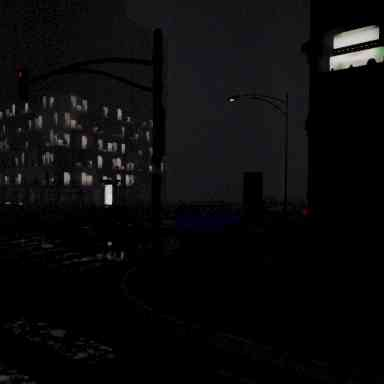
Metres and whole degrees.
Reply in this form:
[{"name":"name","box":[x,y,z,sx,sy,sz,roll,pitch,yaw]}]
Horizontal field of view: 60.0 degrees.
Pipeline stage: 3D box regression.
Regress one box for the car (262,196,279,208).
[{"name":"car","box":[10.094,1.293,44.377,1.967,1.590,4.097,1,1,35]}]

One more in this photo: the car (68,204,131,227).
[{"name":"car","box":[-5.939,1.467,21.836,1.947,1.339,4.313,1,1,35]}]

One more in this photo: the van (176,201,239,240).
[{"name":"van","box":[0.893,1.368,16.976,1.690,1.788,3.998,1,1,35]}]

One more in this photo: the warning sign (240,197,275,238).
[{"name":"warning sign","box":[3.174,1.177,16.082,1.300,1.860,1.060,1,1,35]}]

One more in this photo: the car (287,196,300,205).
[{"name":"car","box":[16.408,1.363,53.257,1.752,1.417,4.829,1,1,35]}]

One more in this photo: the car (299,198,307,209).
[{"name":"car","box":[15.651,1.442,42.301,1.837,1.490,4.892,1,1,36]}]
